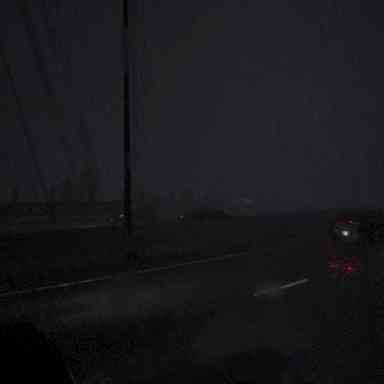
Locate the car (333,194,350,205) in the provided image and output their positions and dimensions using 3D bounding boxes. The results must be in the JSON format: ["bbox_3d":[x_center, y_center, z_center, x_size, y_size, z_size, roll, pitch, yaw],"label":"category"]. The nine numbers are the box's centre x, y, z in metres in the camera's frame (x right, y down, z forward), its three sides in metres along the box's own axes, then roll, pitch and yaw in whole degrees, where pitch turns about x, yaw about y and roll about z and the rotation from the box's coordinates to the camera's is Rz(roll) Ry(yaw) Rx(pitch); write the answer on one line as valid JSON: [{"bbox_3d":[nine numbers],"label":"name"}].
[{"bbox_3d":[23.951,1.278,53.324,2.150,2.045,5.566,-1,0,21],"label":"car"}]

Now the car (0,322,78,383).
[{"bbox_3d":[-3.025,1.612,1.723,4.718,1.301,1.895,0,0,-35],"label":"car"}]

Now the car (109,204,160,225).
[{"bbox_3d":[-3.709,1.581,23.995,4.674,1.442,1.812,0,0,-44],"label":"car"}]

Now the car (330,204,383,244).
[{"bbox_3d":[8.280,1.498,15.936,1.837,1.490,4.892,0,0,45],"label":"car"}]

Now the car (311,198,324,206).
[{"bbox_3d":[22.004,1.666,58.418,1.994,1.385,4.181,-1,0,19],"label":"car"}]

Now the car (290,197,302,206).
[{"bbox_3d":[18.620,1.660,59.344,1.812,1.442,4.674,0,0,19],"label":"car"}]

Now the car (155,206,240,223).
[{"bbox_3d":[0.554,1.628,18.377,4.718,1.301,1.895,0,0,-44],"label":"car"}]
